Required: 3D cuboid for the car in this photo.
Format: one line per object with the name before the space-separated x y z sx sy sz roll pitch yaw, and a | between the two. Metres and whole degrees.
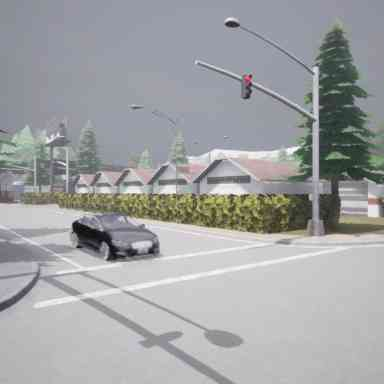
car | -3.035 1.554 12.446 2.128 1.511 4.902 0 1 -38
